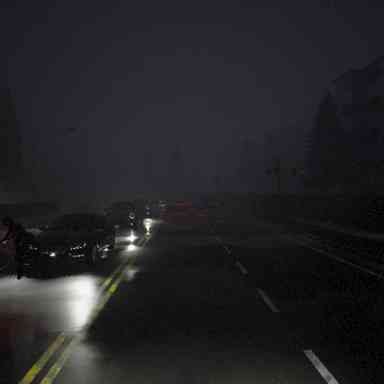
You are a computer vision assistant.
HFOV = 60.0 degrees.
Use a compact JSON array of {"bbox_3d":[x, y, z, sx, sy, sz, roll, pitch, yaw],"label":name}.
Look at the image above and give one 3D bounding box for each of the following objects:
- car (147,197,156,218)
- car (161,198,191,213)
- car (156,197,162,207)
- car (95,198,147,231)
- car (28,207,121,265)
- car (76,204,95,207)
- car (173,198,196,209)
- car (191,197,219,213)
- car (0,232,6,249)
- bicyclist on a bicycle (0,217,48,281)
[{"bbox_3d":[-4.681,1.352,30.411,2.097,1.767,4.553,0,0,-4],"label":"car"},{"bbox_3d":[-1.885,1.491,37.417,2.128,1.511,4.902,0,0,-10],"label":"car"},{"bbox_3d":[-4.854,1.505,47.238,1.837,1.490,4.892,0,0,-22],"label":"car"},{"bbox_3d":[-4.258,1.352,20.715,2.097,1.767,4.553,0,0,-2],"label":"car"},{"bbox_3d":[-3.946,1.505,11.657,1.837,1.490,4.892,0,0,-2],"label":"car"},{"bbox_3d":[-7.909,1.564,24.754,1.994,1.385,4.181,0,0,-2],"label":"car"},{"bbox_3d":[-1.098,1.564,47.529,1.994,1.385,4.181,0,0,-22],"label":"car"},{"bbox_3d":[1.555,1.352,37.753,2.097,1.767,4.553,0,0,-9],"label":"car"},{"bbox_3d":[-7.375,1.601,9.420,1.895,1.301,4.718,0,0,-2],"label":"car"},{"bbox_3d":[-4.533,1.454,8.510,1.656,1.620,0.582,-2,0,-2],"label":"bicyclist on a bicycle"}]
